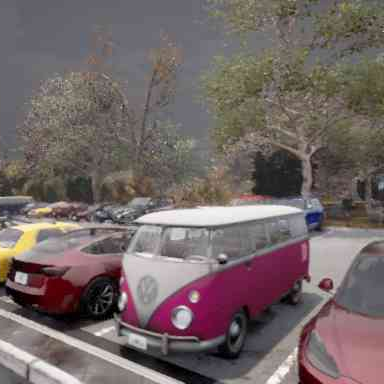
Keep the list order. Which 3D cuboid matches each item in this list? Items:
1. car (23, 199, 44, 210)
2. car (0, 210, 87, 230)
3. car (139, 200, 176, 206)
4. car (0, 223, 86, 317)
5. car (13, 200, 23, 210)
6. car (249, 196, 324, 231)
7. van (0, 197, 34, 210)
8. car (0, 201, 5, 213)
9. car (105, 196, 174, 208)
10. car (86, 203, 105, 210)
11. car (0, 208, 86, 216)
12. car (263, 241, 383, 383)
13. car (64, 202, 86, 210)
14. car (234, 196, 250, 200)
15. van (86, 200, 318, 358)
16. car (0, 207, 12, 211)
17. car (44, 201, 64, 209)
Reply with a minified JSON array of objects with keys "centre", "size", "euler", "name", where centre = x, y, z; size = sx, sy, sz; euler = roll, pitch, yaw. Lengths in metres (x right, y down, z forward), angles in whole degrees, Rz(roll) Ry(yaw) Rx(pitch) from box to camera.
[{"centre":[-12.484,1.667,31.194],"size":[1.946,1.575,5.366],"euler":[-1,0,35],"name":"car"},{"centre":[-3.782,1.515,9.409],"size":[1.946,1.575,5.366],"euler":[0,0,35],"name":"car"},{"centre":[-1.031,1.556,23.269],"size":[2.097,1.535,5.008],"euler":[-1,0,35],"name":"car"},{"centre":[-1.588,1.532,7.657],"size":[2.163,1.488,4.792],"euler":[0,0,35],"name":"car"},{"centre":[-14.646,1.734,32.958],"size":[2.002,1.452,4.674],"euler":[-1,0,35],"name":"car"},{"centre":[5.661,1.254,18.481],"size":[2.435,2.045,5.566],"euler":[0,0,35],"name":"car"},{"centre":[-19.118,1.516,36.288],"size":[1.878,1.987,4.442],"euler":[-1,0,35],"name":"van"},{"centre":[-25.978,1.870,41.042],"size":[2.002,1.452,4.674],"euler":[-1,-1,36],"name":"car"},{"centre":[-3.317,1.324,24.867],"size":[2.435,2.045,5.566],"euler":[-1,0,35],"name":"car"},{"centre":[-5.550,1.627,26.525],"size":[2.163,1.488,4.792],"euler":[-1,0,35],"name":"car"},{"centre":[-6.174,1.534,10.877],"size":[2.097,1.535,5.008],"euler":[0,0,35],"name":"car"},{"centre":[2.947,1.502,4.360],"size":[2.163,1.488,4.792],"euler":[0,0,35],"name":"car"},{"centre":[-7.853,1.651,28.092],"size":[2.163,1.488,4.792],"euler":[-1,0,35],"name":"car"},{"centre":[3.491,1.269,20.023],"size":[2.435,2.045,5.566],"euler":[0,0,35],"name":"car"},{"centre":[0.611,1.262,5.914],"size":[1.878,1.987,4.442],"euler":[0,0,35],"name":"van"},{"centre":[-10.758,1.603,14.107],"size":[2.163,1.488,4.792],"euler":[0,0,35],"name":"car"},{"centre":[-10.109,1.646,29.726],"size":[2.097,1.535,5.008],"euler":[-1,0,35],"name":"car"}]
